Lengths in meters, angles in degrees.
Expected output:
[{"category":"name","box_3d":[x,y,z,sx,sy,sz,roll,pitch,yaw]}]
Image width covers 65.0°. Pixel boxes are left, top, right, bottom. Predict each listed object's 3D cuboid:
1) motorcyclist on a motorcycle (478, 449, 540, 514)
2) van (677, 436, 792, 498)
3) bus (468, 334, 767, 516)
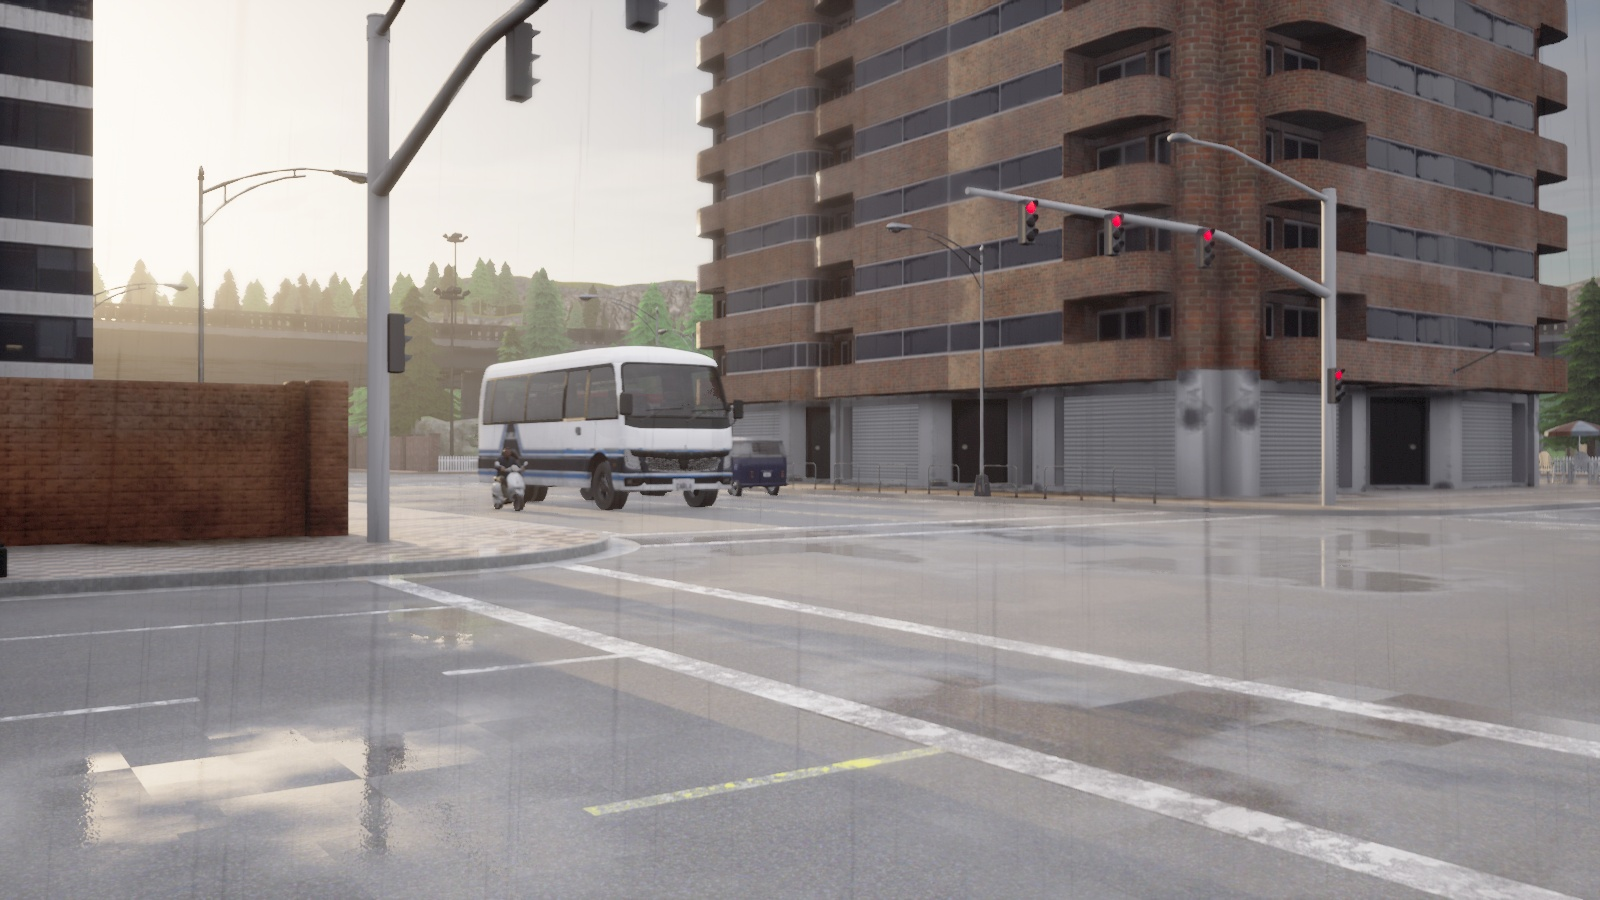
[{"category":"motorcyclist on a motorcycle","box_3d":[-7.261,0.763,31.303,0.866,1.590,1.817,0,0,-35]},{"category":"van","box_3d":[-2.263,0.554,42.442,1.775,1.987,4.442,0,0,-35]},{"category":"bus","box_3d":[-5.410,-0.571,34.747,3.944,4.253,10.273,0,0,-35]}]
